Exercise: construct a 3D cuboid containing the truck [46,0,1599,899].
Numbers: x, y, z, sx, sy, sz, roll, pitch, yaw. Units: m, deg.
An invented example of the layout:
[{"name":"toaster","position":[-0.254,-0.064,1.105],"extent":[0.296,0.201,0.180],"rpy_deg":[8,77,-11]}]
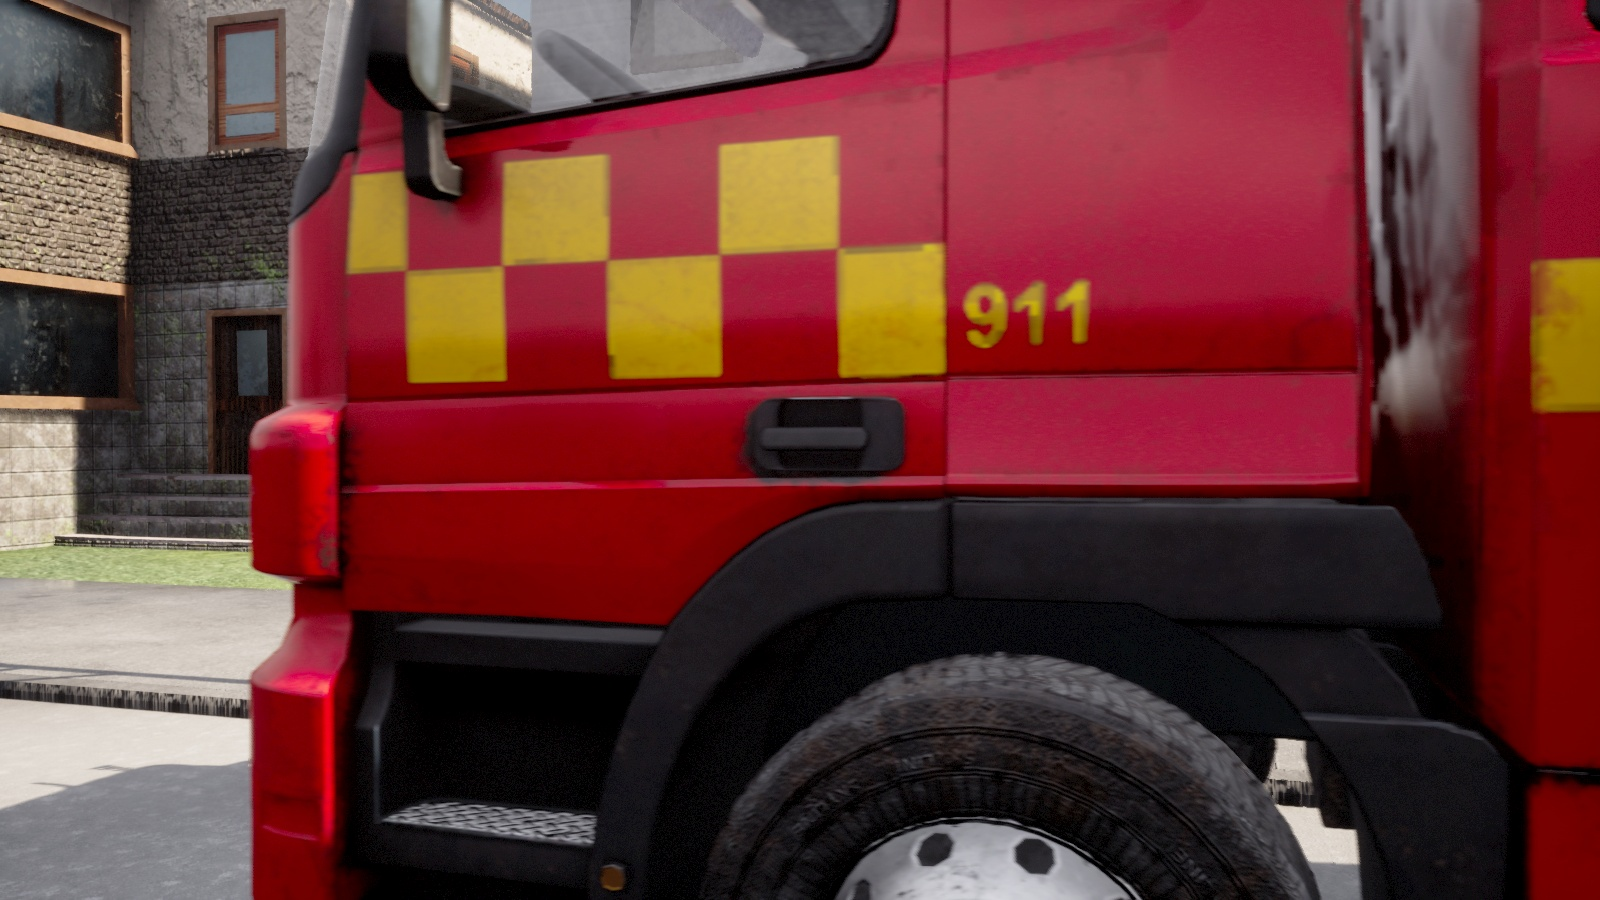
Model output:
[{"name":"truck","position":[2.870,-0.371,2.711],"extent":[8.468,3.827,2.891],"rpy_deg":[1,1,18]}]
